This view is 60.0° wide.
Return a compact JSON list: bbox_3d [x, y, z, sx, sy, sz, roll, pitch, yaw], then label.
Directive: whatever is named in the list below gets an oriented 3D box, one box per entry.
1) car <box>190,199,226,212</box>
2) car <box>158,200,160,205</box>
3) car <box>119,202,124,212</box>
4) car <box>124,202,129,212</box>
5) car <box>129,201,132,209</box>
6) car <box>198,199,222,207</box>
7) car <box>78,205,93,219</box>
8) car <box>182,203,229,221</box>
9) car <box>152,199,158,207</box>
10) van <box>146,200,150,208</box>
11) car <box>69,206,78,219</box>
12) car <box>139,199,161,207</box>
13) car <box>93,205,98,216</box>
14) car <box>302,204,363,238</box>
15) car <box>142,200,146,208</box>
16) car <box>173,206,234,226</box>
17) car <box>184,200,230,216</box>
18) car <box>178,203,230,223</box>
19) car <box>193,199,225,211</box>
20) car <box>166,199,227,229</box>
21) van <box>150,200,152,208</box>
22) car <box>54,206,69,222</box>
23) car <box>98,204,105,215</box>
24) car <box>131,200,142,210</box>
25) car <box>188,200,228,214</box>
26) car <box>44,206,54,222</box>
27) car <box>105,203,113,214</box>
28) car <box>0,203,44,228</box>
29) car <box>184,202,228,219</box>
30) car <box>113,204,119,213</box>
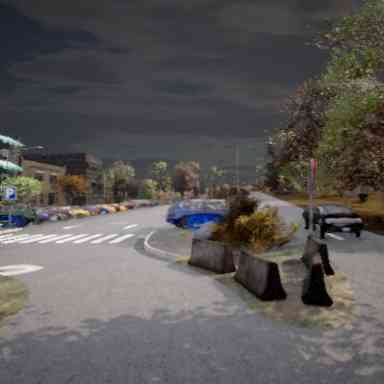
[{"bbox_3d":[2.703,2.274,55.977,5.566,2.045,2.435,0,-1,-16],"label":"car"},{"bbox_3d":[-12.162,3.055,87.429,5.566,2.045,2.435,-1,-1,-16],"label":"car"},{"bbox_3d":[-14.312,2.738,54.941,5.008,1.535,2.097,-1,-1,-16],"label":"car"},{"bbox_3d":[-14.293,2.791,57.829,5.366,1.575,1.946,-1,-1,-16],"label":"car"},{"bbox_3d":[-13.900,2.872,60.855,4.792,1.488,2.163,-1,-1,-16],"label":"car"},{"bbox_3d":[4.496,2.748,83.101,5.566,2.045,2.435,0,-1,-16],"label":"car"},{"bbox_3d":[-15.108,2.472,40.236,5.366,1.575,1.946,-1,-1,-16],"label":"car"},{"bbox_3d":[1.382,2.027,34.878,4.553,1.767,2.185,0,-1,-16],"label":"car"},{"bbox_3d":[-12.357,3.004,84.476,5.566,2.045,2.435,-1,-1,-16],"label":"car"},{"bbox_3d":[-12.880,2.930,78.521,4.442,1.987,1.878,-1,-1,-16],"label":"van"},{"bbox_3d":[-15.511,2.302,37.221,4.553,1.767,2.185,-1,-1,-16],"label":"car"},{"bbox_3d":[-11.822,3.158,93.302,5.566,2.045,2.435,-1,-1,-16],"label":"car"},{"bbox_3d":[-15.091,2.532,43.123,4.892,1.521,2.231,-1,-1,-16],"label":"car"},{"bbox_3d":[6.922,1.354,16.872,2.128,1.511,4.902,-1,1,5],"label":"car"},{"bbox_3d":[-13.149,3.051,72.656,4.892,1.521,2.231,-1,-1,-16],"label":"car"},{"bbox_3d":[0.962,2.048,28.839,4.892,1.521,2.231,0,-1,-16],"label":"car"},{"bbox_3d":[1.918,2.061,43.910,5.566,2.045,2.435,0,-1,-16],"label":"car"},{"bbox_3d":[1.123,1.974,31.851,4.553,1.767,2.185,0,-1,-16],"label":"car"},{"bbox_3d":[3.159,2.380,62.022,5.566,2.045,2.435,0,-1,-16],"label":"car"},{"bbox_3d":[0.780,1.742,25.846,5.566,2.045,2.435,0,-1,-16],"label":"car"},{"bbox_3d":[-12.686,2.981,81.474,4.442,1.987,1.878,-1,-1,-16],"label":"van"},{"bbox_3d":[-15.676,2.376,34.273,4.892,1.521,2.231,-1,-1,-16],"label":"car"},{"bbox_3d":[-14.919,2.612,46.067,4.792,1.488,2.163,-1,-1,-16],"label":"car"},{"bbox_3d":[-13.377,2.874,69.692,4.553,1.767,2.185,-1,-1,-16],"label":"car"},{"bbox_3d":[2.370,2.167,49.959,5.566,2.045,2.435,0,-1,-16],"label":"car"},{"bbox_3d":[-15.864,2.362,31.321,4.674,1.452,2.002,-1,-1,-16],"label":"car"},{"bbox_3d":[-14.698,2.634,49.025,5.008,1.535,2.097,-1,-1,-16],"label":"car"},{"bbox_3d":[-16.089,2.019,28.359,5.566,2.045,2.435,-1,-1,-16],"label":"car"},{"bbox_3d":[1.574,2.081,37.899,4.553,1.767,2.185,0,-1,-16],"label":"car"},{"bbox_3d":[-14.681,2.687,51.925,5.366,1.575,1.946,-1,-1,-16],"label":"car"}]
